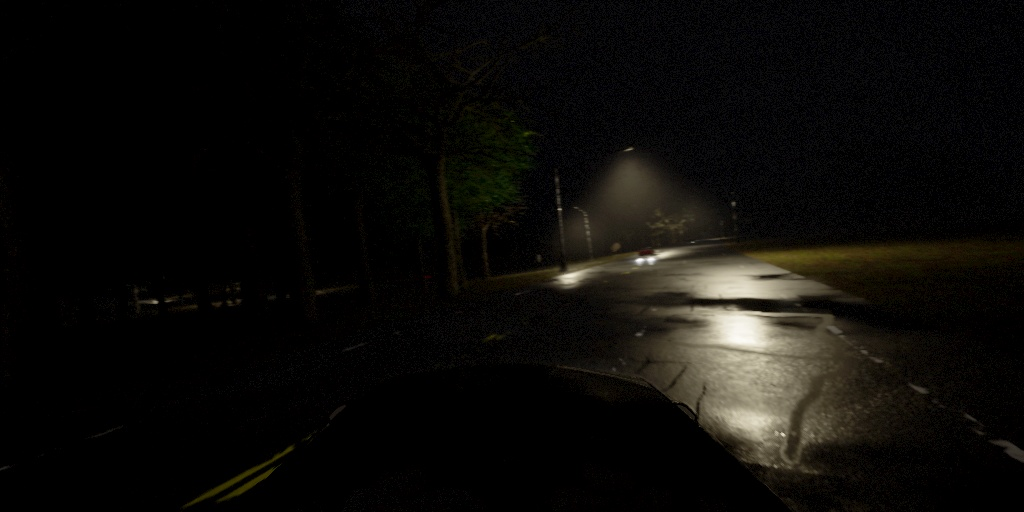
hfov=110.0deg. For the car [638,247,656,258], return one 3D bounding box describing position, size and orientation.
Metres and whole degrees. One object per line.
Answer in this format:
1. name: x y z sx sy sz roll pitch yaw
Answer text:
1. car: 18.681 -0.560 49.744 1.895 1.301 4.718 -5 0 28
